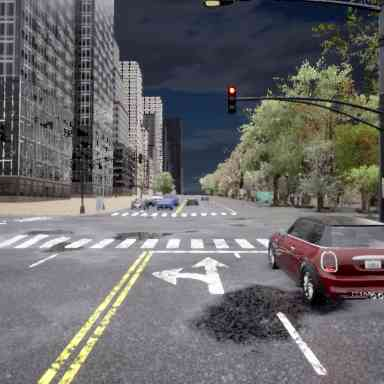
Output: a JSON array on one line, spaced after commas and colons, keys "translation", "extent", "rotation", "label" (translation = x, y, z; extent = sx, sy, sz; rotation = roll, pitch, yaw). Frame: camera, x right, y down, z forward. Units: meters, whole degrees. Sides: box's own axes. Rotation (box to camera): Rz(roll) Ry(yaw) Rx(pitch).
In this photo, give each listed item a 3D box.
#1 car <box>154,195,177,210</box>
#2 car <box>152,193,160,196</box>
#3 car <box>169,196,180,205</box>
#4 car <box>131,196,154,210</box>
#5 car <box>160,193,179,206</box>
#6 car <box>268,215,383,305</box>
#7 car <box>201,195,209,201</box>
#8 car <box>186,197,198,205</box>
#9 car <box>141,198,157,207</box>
[{"translation": [-3.376, 1.507, 42.542], "extent": [1.882, 1.535, 5.008], "rotation": [0, 0, 0], "label": "car"}, {"translation": [-6.599, 1.264, 62.702], "extent": [2.150, 2.045, 5.566], "rotation": [0, 0, 1], "label": "car"}, {"translation": [-3.346, 1.569, 62.817], "extent": [1.812, 1.442, 4.674], "rotation": [0, 0, 0], "label": "car"}, {"translation": [-6.624, 1.521, 42.699], "extent": [2.128, 1.511, 4.902], "rotation": [0, 0, 0], "label": "car"}, {"translation": [-3.375, 1.257, 52.480], "extent": [2.150, 2.045, 5.566], "rotation": [0, 0, 0], "label": "car"}, {"translation": [3.341, 1.350, 8.265], "extent": [2.097, 1.767, 4.553], "rotation": [-1, 0, 0], "label": "car"}, {"translation": [3.197, 1.585, 82.639], "extent": [2.128, 1.511, 4.902], "rotation": [0, 0, 0], "label": "car"}, {"translation": [0.063, 1.565, 58.779], "extent": [1.812, 1.442, 4.674], "rotation": [0, 0, 0], "label": "car"}, {"translation": [-6.627, 1.636, 51.968], "extent": [1.895, 1.301, 4.718], "rotation": [0, 0, 0], "label": "car"}]
